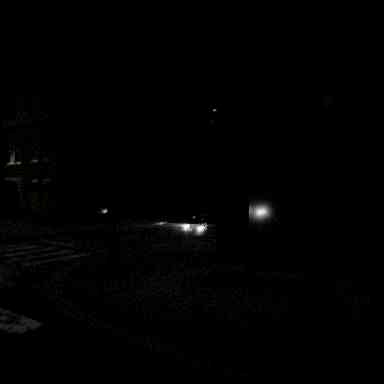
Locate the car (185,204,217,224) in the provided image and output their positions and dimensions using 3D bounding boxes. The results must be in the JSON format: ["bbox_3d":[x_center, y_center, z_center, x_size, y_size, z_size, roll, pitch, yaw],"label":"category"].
[{"bbox_3d":[1.288,1.655,25.653,1.994,1.385,4.181,0,0,35],"label":"car"}]
